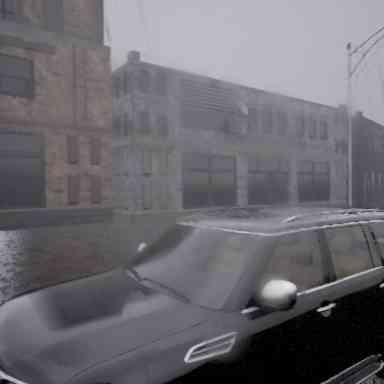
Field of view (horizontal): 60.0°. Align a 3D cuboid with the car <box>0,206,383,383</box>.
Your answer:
[{"bbox_3d":[0.678,1.231,3.858,5.566,2.045,2.150,0,0,-35],"label":"car"}]
